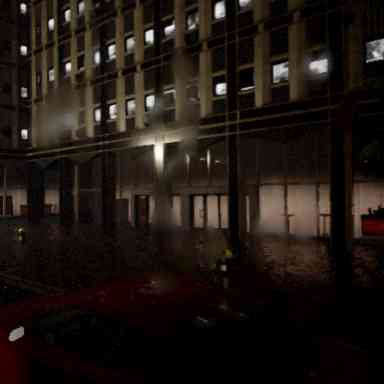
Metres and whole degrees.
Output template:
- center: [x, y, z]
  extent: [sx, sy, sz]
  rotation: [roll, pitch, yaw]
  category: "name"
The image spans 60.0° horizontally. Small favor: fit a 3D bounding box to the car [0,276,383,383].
- center: [-0.595, 1.561, 3.310]
  extent: [4.507, 1.381, 1.887]
  rotation: [0, -1, 36]
  category: "car"
